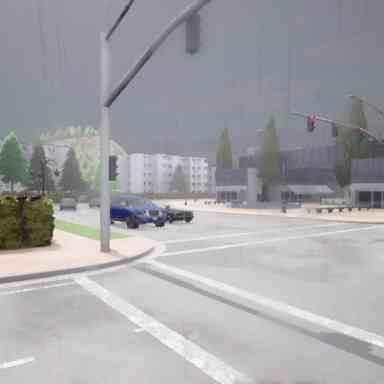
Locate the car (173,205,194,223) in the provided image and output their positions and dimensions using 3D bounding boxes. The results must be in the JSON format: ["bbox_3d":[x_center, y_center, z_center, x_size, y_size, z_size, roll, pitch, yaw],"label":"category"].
[{"bbox_3d":[-1.874,1.599,24.929,1.895,1.301,4.718,0,0,-37],"label":"car"}]

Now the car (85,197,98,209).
[{"bbox_3d":[-13.159,1.546,45.784,2.033,1.411,5.357,0,0,-13],"label":"car"}]

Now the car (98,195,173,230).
[{"bbox_3d":[-3.851,1.220,21.768,2.150,2.045,5.566,0,0,-38],"label":"car"}]

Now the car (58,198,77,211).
[{"bbox_3d":[-15.031,1.503,40.286,1.837,1.490,4.892,-1,0,-19],"label":"car"}]
